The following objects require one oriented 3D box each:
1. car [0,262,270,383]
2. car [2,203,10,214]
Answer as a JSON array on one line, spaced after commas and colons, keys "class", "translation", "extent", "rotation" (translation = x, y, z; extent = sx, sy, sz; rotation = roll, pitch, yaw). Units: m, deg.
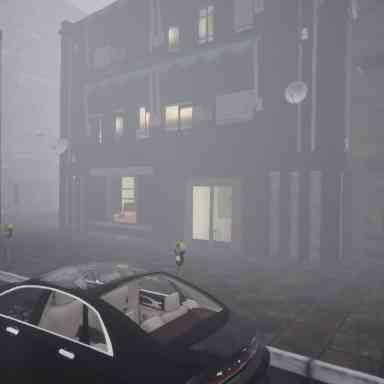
[{"class": "car", "translation": [-1.300, 1.550, 3.939], "extent": [4.403, 1.369, 2.008], "rotation": [0, 1, 35]}, {"class": "car", "translation": [-21.544, 1.623, 34.882], "extent": [2.008, 1.369, 4.403], "rotation": [1, 0, 36]}]
